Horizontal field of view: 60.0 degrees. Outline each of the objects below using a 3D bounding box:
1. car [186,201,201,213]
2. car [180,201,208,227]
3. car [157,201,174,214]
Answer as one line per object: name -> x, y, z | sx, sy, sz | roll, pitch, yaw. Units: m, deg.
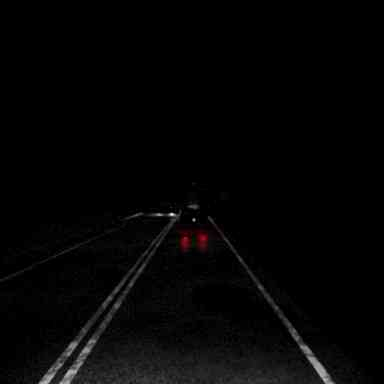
car -> 0.214, 1.924, 42.698 | 1.812, 1.442, 4.674 | 0, -1, 0
car -> 0.140, 1.619, 24.060 | 2.128, 1.511, 4.902 | 0, 0, 0
car -> -3.236, 1.852, 41.375 | 1.882, 1.535, 5.008 | 0, -1, 0
